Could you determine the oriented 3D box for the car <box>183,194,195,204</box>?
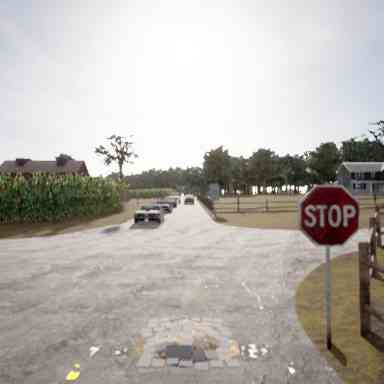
[{"bbox_3d":[-0.500,1.459,60.829,1.837,1.490,4.892,0,0,0],"label":"car"}]

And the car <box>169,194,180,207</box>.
[{"bbox_3d":[-3.244,1.441,49.141,1.882,1.535,5.008,0,0,0],"label":"car"}]

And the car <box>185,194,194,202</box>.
[{"bbox_3d":[-0.575,1.257,71.259,1.882,1.535,5.008,0,0,0],"label":"car"}]

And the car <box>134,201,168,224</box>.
[{"bbox_3d":[-3.086,1.587,24.631,1.895,1.301,4.718,0,0,0],"label":"car"}]

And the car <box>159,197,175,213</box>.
[{"bbox_3d":[-3.166,1.575,36.390,1.895,1.301,4.718,0,0,0],"label":"car"}]

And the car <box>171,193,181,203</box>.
[{"bbox_3d":[-3.285,1.160,65.118,2.150,2.045,5.566,0,0,0],"label":"car"}]
